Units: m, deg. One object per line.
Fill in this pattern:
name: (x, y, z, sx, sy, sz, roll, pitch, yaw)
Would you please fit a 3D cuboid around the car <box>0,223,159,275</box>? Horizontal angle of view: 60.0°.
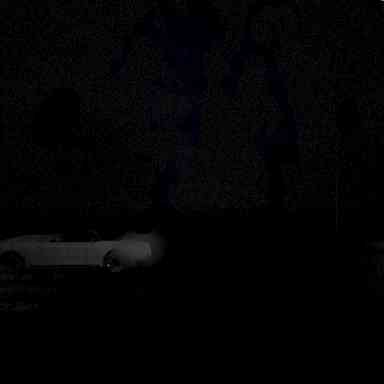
car: (-3.436, 1.613, 10.002, 4.718, 1.301, 1.895, -1, 0, 1)
